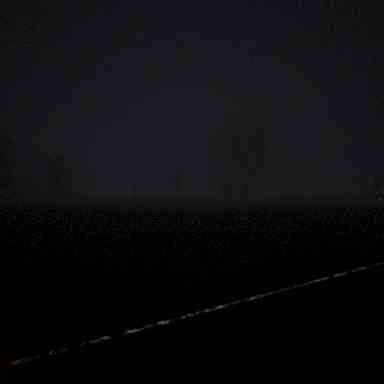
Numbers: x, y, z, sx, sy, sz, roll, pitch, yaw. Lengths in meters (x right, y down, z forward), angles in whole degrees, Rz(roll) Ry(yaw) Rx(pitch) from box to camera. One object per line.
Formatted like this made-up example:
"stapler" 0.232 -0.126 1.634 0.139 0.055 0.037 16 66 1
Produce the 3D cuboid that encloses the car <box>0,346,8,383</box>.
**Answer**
"car" -3.862 1.239 1.240 5.566 2.045 2.150 0 0 -35
